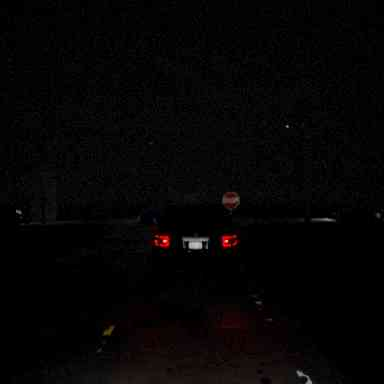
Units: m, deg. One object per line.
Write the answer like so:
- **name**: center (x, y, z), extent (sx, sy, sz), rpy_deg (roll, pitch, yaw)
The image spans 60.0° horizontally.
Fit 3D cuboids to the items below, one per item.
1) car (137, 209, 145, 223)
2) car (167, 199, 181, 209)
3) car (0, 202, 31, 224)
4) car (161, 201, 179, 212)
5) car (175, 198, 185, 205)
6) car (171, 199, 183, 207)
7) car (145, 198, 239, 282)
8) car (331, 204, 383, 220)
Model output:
- **car**: center (-2.421, 1.616, 24.221), extent (1.882, 1.535, 5.008), rpy_deg (0, 0, -29)
- **car**: center (-2.777, 1.824, 51.912), extent (1.882, 1.535, 5.008), rpy_deg (0, 0, 0)
- **car**: center (-15.395, 1.584, 26.607), extent (4.553, 1.767, 2.097), rpy_deg (0, -1, -2)
- **car**: center (-2.792, 1.848, 43.080), extent (1.994, 1.385, 4.181), rpy_deg (0, 0, 0)
- **car**: center (-2.681, 2.028, 72.999), extent (2.033, 1.411, 5.357), rpy_deg (0, 0, 0)
- **car**: center (-2.720, 1.961, 61.674), extent (2.033, 1.411, 5.357), rpy_deg (0, 0, 1)
- **car**: center (0.106, 1.288, 10.132), extent (2.150, 2.045, 5.566), rpy_deg (0, 0, 1)
- **car**: center (14.652, 1.733, 29.629), extent (4.181, 1.385, 1.994), rpy_deg (0, -1, -1)
